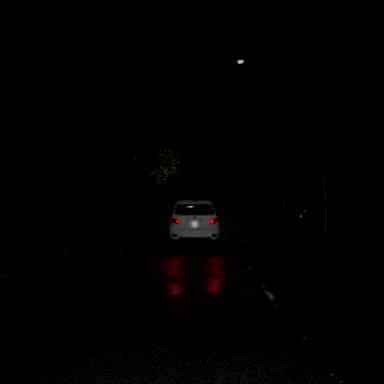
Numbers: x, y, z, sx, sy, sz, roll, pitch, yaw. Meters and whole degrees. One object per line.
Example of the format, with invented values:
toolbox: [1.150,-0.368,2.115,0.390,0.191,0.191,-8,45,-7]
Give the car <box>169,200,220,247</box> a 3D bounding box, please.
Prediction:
car: [0.103,1.367,16.023,2.150,2.045,5.566,0,0,0]

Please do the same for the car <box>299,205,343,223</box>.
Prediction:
car: [11.858,1.921,29.188,4.892,1.490,1.837,1,-5,-8]
